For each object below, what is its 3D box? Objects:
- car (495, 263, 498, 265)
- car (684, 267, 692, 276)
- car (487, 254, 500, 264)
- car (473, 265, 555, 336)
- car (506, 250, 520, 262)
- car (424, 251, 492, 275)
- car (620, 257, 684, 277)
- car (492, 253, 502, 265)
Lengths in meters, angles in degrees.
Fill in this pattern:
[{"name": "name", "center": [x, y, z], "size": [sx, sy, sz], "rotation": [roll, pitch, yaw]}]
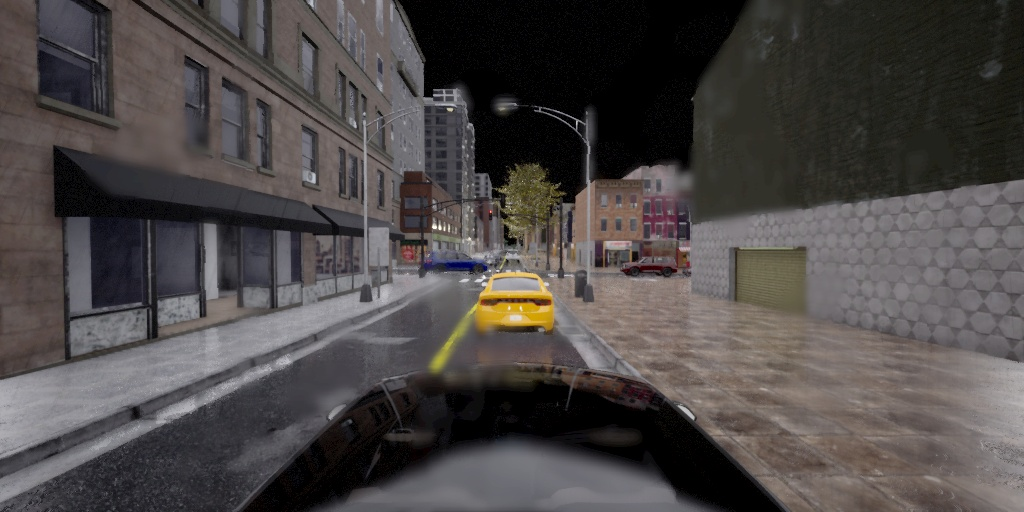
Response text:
[{"name": "car", "center": [0.076, 1.250, 19.856], "size": [1.895, 1.301, 4.718], "rotation": [0, 1, 0]}, {"name": "car", "center": [18.119, 1.298, 33.391], "size": [4.207, 1.307, 1.802], "rotation": [0, 0, 0]}, {"name": "car", "center": [-2.821, 0.444, 55.813], "size": [1.895, 1.301, 4.718], "rotation": [0, 2, 0]}, {"name": "car", "center": [0.100, 1.206, 10.414], "size": [1.882, 1.535, 5.008], "rotation": [0, 0, 0]}, {"name": "car", "center": [0.131, -0.110, 61.704], "size": [2.150, 2.045, 5.566], "rotation": [0, 2, 0]}, {"name": "car", "center": [-4.993, 0.627, 32.135], "size": [5.566, 2.045, 2.150], "rotation": [0, 1, -20]}, {"name": "car", "center": [12.716, 0.954, 33.384], "size": [5.009, 1.841, 2.192], "rotation": [0, 0, 0]}, {"name": "car", "center": [-2.820, 0.615, 45.972], "size": [2.128, 1.511, 4.902], "rotation": [0, 2, 1]}]
